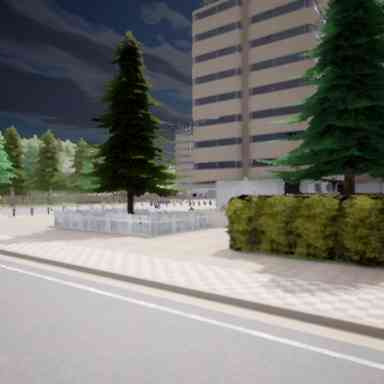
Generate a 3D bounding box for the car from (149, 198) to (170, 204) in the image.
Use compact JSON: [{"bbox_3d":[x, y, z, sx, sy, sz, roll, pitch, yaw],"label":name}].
[{"bbox_3d":[-5.853,1.590,60.469,1.994,1.385,4.181,0,0,36],"label":"car"}]
